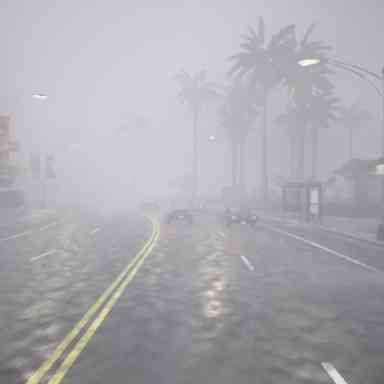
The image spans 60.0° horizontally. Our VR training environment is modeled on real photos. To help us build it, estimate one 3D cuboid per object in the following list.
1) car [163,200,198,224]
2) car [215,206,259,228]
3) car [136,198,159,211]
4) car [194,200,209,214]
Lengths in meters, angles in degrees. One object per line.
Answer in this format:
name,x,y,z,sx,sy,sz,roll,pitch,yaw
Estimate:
car,-1.043,1.494,24.358,1.812,1.442,4.674,0,0,-9
car,2.826,1.573,22.188,1.895,1.301,4.718,0,0,-7
car,-5.245,1.475,39.843,1.812,1.442,4.674,0,0,-21
car,0.198,1.503,34.868,2.033,1.411,5.357,0,0,-16
